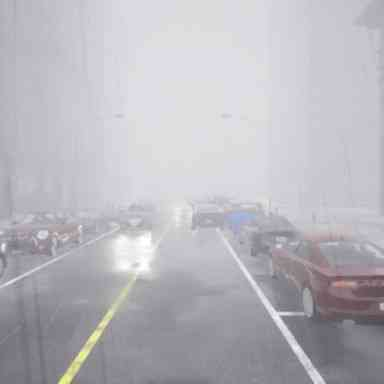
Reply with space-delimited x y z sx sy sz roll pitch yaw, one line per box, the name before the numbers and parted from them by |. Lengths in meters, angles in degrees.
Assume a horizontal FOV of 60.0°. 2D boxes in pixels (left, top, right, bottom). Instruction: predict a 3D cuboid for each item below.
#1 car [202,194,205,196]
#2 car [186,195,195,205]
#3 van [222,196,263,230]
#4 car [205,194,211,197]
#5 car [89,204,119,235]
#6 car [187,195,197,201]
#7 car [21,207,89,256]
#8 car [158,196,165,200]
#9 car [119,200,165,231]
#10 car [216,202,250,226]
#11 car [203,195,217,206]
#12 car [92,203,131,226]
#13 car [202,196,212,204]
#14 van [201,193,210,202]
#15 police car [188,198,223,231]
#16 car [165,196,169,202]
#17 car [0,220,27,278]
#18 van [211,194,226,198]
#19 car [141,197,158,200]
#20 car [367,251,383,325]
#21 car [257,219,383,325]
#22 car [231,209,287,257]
car | 2.862 1.245 46.625 2.192 1.841 5.009 0 0 0
car | 0.013 1.401 55.993 2.128 1.511 4.902 0 0 0
van | 2.854 1.315 18.382 1.690 1.788 3.998 0 0 0
car | 2.859 1.265 35.328 2.192 1.841 5.009 0 0 0
car | -5.669 1.525 18.381 2.008 1.369 4.403 0 0 0
car | 0.017 1.280 72.022 1.994 1.385 4.181 0 0 0
car | -5.671 1.422 12.732 1.967 1.590 4.097 0 0 0
car | -5.660 1.501 52.275 1.802 1.307 4.206 0 0 0
car | -3.095 1.463 20.281 2.128 1.511 4.902 0 0 0
car | 2.857 1.510 24.031 1.887 1.381 4.507 0 0 0
car | 2.864 1.358 52.274 1.967 1.590 4.097 0 0 0
car | -5.668 1.548 24.029 1.802 1.307 4.206 0 0 0
car | 2.868 1.472 63.572 1.802 1.307 4.206 0 0 0
van | 2.868 1.215 69.220 1.690 1.788 3.998 0 0 0
police car | 0.904 1.396 20.718 1.930 1.638 5.238 0 0 0
car | -5.656 1.441 69.222 1.947 1.339 4.313 0 0 0
car | -5.672 1.541 7.083 2.008 1.369 4.403 0 0 0
van | 2.857 1.299 29.679 1.690 1.788 3.998 0 0 0
car | -5.664 1.486 40.977 1.887 1.381 4.507 0 0 0
car | 2.851 1.438 1.436 1.967 1.590 4.097 0 0 0
car | 2.853 1.534 7.085 1.887 1.381 4.507 0 0 0
car | 2.855 1.547 12.734 1.947 1.339 4.313 0 0 0
